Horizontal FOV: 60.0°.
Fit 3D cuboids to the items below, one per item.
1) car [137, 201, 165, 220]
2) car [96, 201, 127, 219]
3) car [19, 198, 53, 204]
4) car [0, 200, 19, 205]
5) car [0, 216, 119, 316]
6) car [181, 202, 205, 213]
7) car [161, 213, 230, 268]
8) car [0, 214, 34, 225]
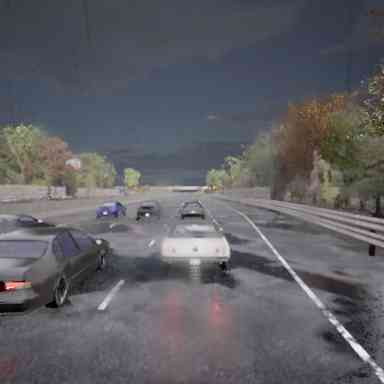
[{"bbox_3d":[-3.403,1.480,27.780,1.837,1.490,4.892,0,0,0],"label":"car"},{"bbox_3d":[-6.901,1.500,28.765,1.812,1.442,4.674,0,0,0],"label":"car"},{"bbox_3d":[-17.581,1.463,38.801,2.128,1.511,4.902,0,0,0],"label":"car"},{"bbox_3d":[-21.086,1.572,37.345,1.895,1.301,4.718,0,0,0],"label":"car"},{"bbox_3d":[-3.413,1.539,7.794,2.033,1.411,5.357,0,0,0],"label":"car"},{"bbox_3d":[0.098,1.539,28.472,1.994,1.385,4.181,0,0,0],"label":"car"},{"bbox_3d":[0.095,1.589,11.136,1.895,1.301,4.718,0,0,0],"label":"car"},{"bbox_3d":[-6.905,1.549,12.886,1.994,1.385,4.181,0,0,0],"label":"car"}]
